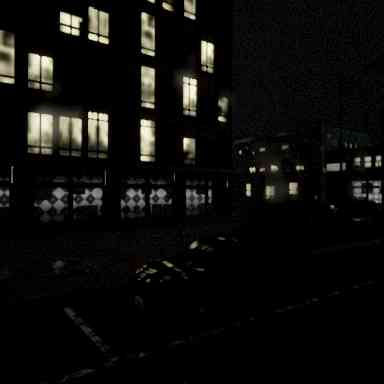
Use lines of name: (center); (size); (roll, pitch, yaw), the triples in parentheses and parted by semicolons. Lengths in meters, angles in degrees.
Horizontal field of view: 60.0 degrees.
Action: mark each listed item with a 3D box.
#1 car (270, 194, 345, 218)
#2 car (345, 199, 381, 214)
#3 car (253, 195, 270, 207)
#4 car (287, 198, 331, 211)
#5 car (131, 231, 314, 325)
car: (9.367, 1.097, 27.307); (2.192, 1.841, 5.009); (1, 0, -36)
car: (16.116, 1.366, 32.266); (1.887, 1.381, 4.507); (1, 0, -36)
car: (9.553, 1.124, 41.208); (1.967, 1.590, 4.097); (1, 0, -36)
car: (12.834, 1.335, 36.736); (1.802, 1.307, 4.206); (1, 0, -36)
car: (0.839, 1.565, 7.152); (4.313, 1.339, 1.947); (0, 0, -35)
